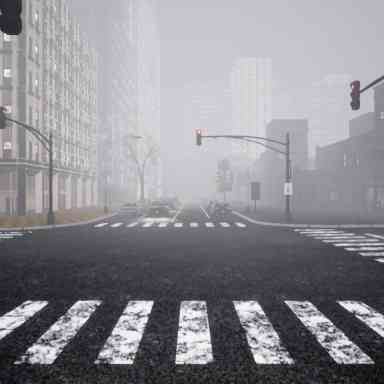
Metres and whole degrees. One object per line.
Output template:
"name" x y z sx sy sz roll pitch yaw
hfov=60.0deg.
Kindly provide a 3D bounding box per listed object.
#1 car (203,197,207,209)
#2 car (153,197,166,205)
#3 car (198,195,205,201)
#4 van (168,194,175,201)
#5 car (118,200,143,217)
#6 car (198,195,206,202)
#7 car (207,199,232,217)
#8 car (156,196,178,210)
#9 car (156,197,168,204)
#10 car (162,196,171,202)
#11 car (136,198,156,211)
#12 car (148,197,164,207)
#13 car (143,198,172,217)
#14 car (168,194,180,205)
"car" 2.667 1.598 41.943 1.802 1.307 4.206 0 0 0
"car" -5.724 1.594 58.559 1.947 1.339 4.313 0 0 0
"car" 2.637 1.639 91.810 1.947 1.339 4.313 0 0 0
"van" -5.743 1.414 91.805 1.690 1.788 3.998 0 0 0
"car" -5.707 1.591 30.855 1.802 1.307 4.206 0 0 0
"car" 2.647 1.600 75.187 2.008 1.369 4.403 0 0 0
"car" 2.674 1.554 30.860 1.887 1.381 4.507 0 0 0
"car" -3.123 1.580 41.779 1.994 1.385 4.181 0 0 0
"car" -5.727 1.600 64.101 1.947 1.339 4.313 0 0 0
"car" -5.734 1.631 75.181 1.802 1.307 4.206 0 0 0
"car" -5.714 1.541 41.767 1.752 1.417 4.829 0 0 0
"car" -5.720 1.575 53.019 2.008 1.369 4.403 0 0 0
"car" -3.136 1.573 31.036 1.994 1.385 4.181 0 0 -2
"car" -3.097 1.505 57.709 1.882 1.535 5.008 0 0 0
